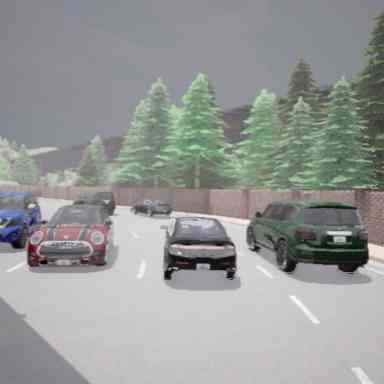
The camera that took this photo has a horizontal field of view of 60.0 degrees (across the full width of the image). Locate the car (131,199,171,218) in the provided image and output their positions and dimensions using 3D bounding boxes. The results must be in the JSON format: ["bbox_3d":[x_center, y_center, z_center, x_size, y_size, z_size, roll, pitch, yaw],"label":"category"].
[{"bbox_3d":[-3.600,1.355,28.967,2.128,1.511,4.902,2,0,-36],"label":"car"}]

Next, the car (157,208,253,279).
[{"bbox_3d":[0.083,1.480,9.986,2.128,1.511,4.902,2,0,-4],"label":"car"}]

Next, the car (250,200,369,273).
[{"bbox_3d":[3.516,1.301,11.203,2.150,2.045,5.566,2,0,-6],"label":"car"}]

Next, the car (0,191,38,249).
[{"bbox_3d":[-7.560,0.997,13.494,2.150,2.045,5.566,2,0,-15],"label":"car"}]

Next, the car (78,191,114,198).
[{"bbox_3d":[-8.953,0.937,30.487,2.150,2.045,5.566,2,0,-39],"label":"car"}]

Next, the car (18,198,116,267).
[{"bbox_3d":[-3.707,1.236,10.914,2.097,1.767,4.553,1,0,-10],"label":"car"}]
